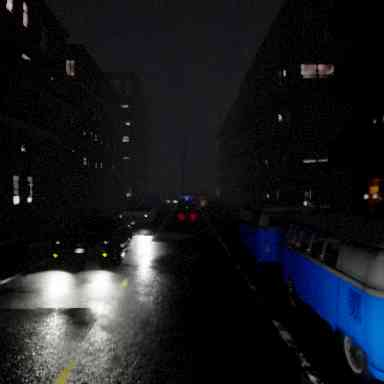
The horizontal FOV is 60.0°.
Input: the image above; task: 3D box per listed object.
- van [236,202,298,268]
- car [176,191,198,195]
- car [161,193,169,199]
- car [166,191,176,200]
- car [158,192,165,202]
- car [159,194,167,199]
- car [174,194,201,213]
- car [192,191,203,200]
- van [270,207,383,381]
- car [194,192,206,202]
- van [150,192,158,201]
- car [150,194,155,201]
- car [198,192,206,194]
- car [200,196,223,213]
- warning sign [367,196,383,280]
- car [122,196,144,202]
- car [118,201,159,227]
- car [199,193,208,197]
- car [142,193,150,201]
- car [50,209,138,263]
[{"bbox_3d":[2.509,1.261,10.751,1.690,1.788,3.998,-1,0,-1],"label":"van"},{"bbox_3d":[-0.723,0.930,46.229,2.150,2.045,5.566,0,1,-1],"label":"car"},{"bbox_3d":[-7.308,1.044,89.042,1.802,1.307,4.206,-1,0,-1],"label":"car"},{"bbox_3d":[-4.310,0.735,72.807,2.150,2.045,5.566,0,0,-1],"label":"car"},{"bbox_3d":[-6.787,0.951,61.035,2.192,1.841,5.009,-1,0,-1],"label":"car"},{"bbox_3d":[-7.205,1.078,83.441,1.802,1.307,4.206,-1,0,-1],"label":"car"},{"bbox_3d":[-0.502,1.272,34.401,2.128,1.511,4.902,0,0,-1],"label":"car"},{"bbox_3d":[1.273,0.811,77.963,2.192,1.841,5.009,-1,0,-1],"label":"car"},{"bbox_3d":[2.611,1.296,5.149,1.690,1.788,3.998,-1,0,-1],"label":"van"},{"bbox_3d":[1.479,0.881,66.761,2.192,1.841,5.009,-1,0,-1],"label":"car"},{"bbox_3d":[-6.558,1.048,49.833,1.690,1.788,3.998,-1,0,-1],"label":"van"},{"bbox_3d":[-6.452,1.293,44.234,2.008,1.369,4.403,-1,0,-1],"label":"car"},{"bbox_3d":[1.685,0.951,55.559,2.192,1.841,5.009,-1,0,-1],"label":"car"},{"bbox_3d":[2.101,1.359,33.157,1.802,1.307,4.206,-1,0,-1],"label":"car"},{"bbox_3d":[4.968,1.045,7.629,1.300,1.860,1.060,1,1,-1],"label":"warning sign"},{"bbox_3d":[-6.245,1.395,33.033,1.802,1.307,4.206,-1,0,-1],"label":"car"},{"bbox_3d":[-3.460,1.475,21.618,1.895,1.301,4.718,0,0,-1],"label":"car"},{"bbox_3d":[1.891,1.231,44.528,1.752,1.417,4.829,-1,0,-1],"label":"car"},{"bbox_3d":[-6.350,1.217,38.632,1.967,1.590,4.097,-1,0,-1],"label":"car"},{"bbox_3d":[-3.284,1.502,11.592,1.994,1.385,4.181,0,0,-1],"label":"car"}]
